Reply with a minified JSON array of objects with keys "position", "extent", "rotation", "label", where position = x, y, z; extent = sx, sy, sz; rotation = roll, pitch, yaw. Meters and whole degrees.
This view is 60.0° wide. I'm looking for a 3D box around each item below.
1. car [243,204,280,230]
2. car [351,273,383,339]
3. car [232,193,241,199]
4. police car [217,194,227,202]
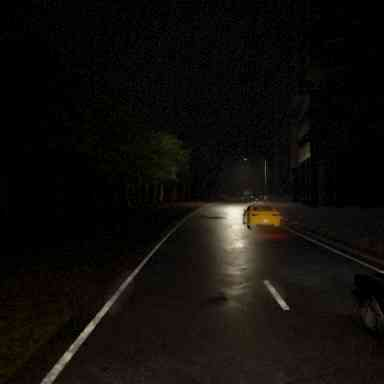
[{"position":[4.407,1.516,21.627],"extent":[1.882,1.535,5.008],"rotation":[0,0,4],"label":"car"},{"position":[3.663,1.611,3.656],"extent":[1.895,1.301,4.718],"rotation":[0,0,1],"label":"car"},{"position":[11.714,0.953,87.984],"extent":[1.837,1.490,4.892],"rotation":[0,1,15],"label":"car"},{"position":[6.436,1.194,70.873],"extent":[1.930,1.638,5.238],"rotation":[0,1,12],"label":"police car"}]
